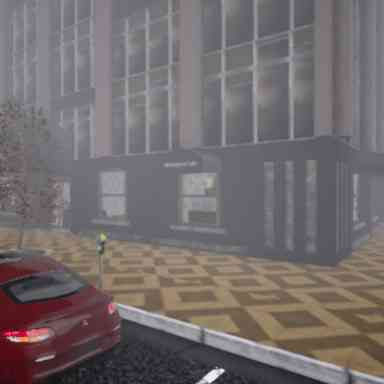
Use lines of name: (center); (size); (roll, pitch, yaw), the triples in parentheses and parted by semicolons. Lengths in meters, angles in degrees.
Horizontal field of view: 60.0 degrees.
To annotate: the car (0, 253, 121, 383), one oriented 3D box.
car: (-2.849, 1.579, 4.907); (4.206, 1.307, 1.802); (0, 0, 36)
